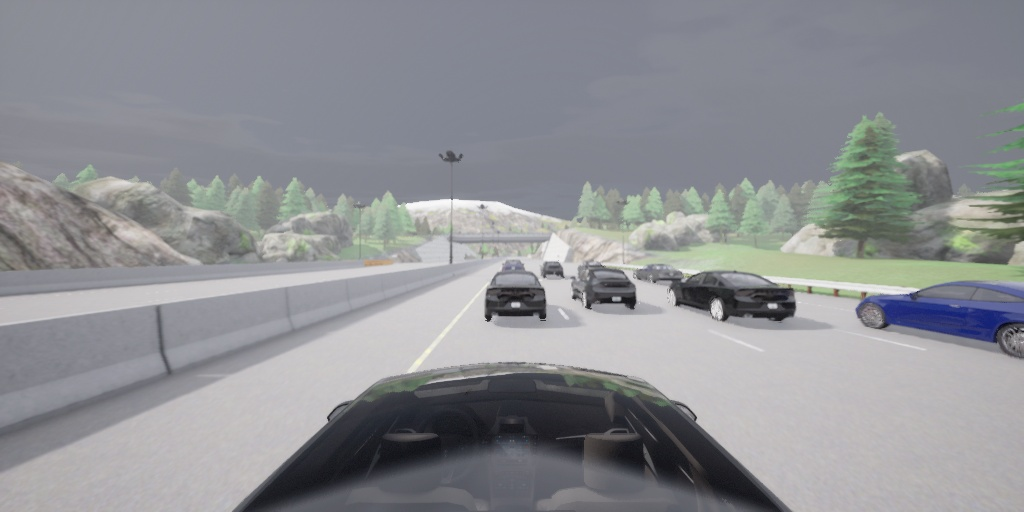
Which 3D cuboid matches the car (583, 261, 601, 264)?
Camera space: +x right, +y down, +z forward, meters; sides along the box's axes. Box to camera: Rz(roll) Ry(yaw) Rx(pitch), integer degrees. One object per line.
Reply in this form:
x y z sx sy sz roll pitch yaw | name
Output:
7.112 1.195 32.386 2.128 1.511 4.902 0 0 0 | car

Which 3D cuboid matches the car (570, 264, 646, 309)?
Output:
3.605 1.234 14.772 1.837 1.490 4.892 0 0 0 | car

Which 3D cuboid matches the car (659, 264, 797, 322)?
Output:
7.105 1.211 12.248 1.882 1.535 5.008 0 0 0 | car

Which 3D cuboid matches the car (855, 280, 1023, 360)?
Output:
10.604 1.266 8.135 1.812 1.442 4.674 0 0 0 | car

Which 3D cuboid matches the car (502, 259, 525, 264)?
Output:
0.111 1.054 33.209 2.097 1.767 4.553 0 0 0 | car

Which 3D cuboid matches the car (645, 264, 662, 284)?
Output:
10.609 1.260 26.345 2.033 1.411 5.357 0 0 0 | car

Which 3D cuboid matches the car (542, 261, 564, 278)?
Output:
3.611 1.207 33.014 1.837 1.490 4.892 0 0 0 | car

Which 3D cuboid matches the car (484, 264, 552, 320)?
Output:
0.105 1.211 12.502 1.882 1.535 5.008 0 0 0 | car
